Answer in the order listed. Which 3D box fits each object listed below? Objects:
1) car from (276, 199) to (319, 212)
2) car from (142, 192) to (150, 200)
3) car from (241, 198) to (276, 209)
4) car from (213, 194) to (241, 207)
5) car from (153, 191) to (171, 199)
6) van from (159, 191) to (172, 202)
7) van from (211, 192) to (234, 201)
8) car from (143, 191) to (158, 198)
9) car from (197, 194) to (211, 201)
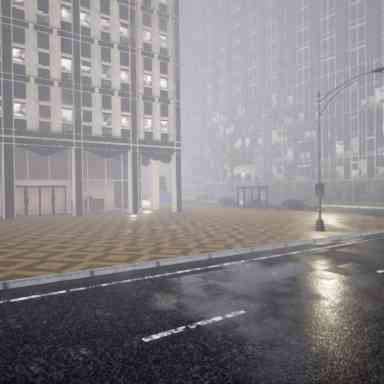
[{"bbox_3d":[11.656,1.422,35.886,1.947,1.339,4.313,-1,1,-34],"label":"car"},{"bbox_3d":[-10.758,1.038,68.756,2.008,1.369,4.403,0,1,-34],"label":"car"},{"bbox_3d":[8.453,1.387,40.583,1.802,1.307,4.206,-1,1,-34],"label":"car"},{"bbox_3d":[5.284,1.318,45.301,1.947,1.339,4.313,-1,1,-34],"label":"car"},{"bbox_3d":[-7.067,0.614,78.181,2.192,1.841,5.009,0,1,-34],"label":"car"},{"bbox_3d":[-4.323,0.936,59.383,1.690,1.788,3.998,0,1,-34],"label":"van"},{"bbox_3d":[5.802,0.854,59.440,1.690,1.788,3.998,-1,1,-34],"label":"van"},{"bbox_3d":[-10.284,0.685,82.867,1.967,1.590,4.097,0,1,-34],"label":"car"},{"bbox_3d":[2.586,1.042,64.128,1.802,1.307,4.206,-1,1,-34],"label":"car"}]
